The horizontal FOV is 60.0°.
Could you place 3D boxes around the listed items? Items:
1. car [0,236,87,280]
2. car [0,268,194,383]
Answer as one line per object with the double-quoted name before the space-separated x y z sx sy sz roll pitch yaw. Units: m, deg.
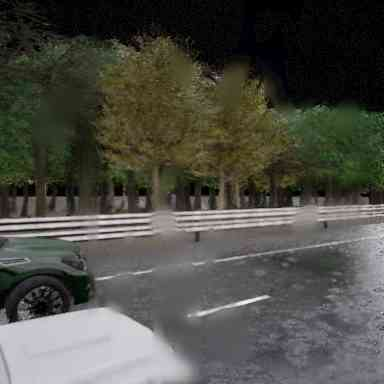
"car" -4.363 1.222 4.951 5.566 2.045 2.150 0 0 -36
"car" -2.255 1.601 2.139 4.718 1.301 1.895 0 0 -36
